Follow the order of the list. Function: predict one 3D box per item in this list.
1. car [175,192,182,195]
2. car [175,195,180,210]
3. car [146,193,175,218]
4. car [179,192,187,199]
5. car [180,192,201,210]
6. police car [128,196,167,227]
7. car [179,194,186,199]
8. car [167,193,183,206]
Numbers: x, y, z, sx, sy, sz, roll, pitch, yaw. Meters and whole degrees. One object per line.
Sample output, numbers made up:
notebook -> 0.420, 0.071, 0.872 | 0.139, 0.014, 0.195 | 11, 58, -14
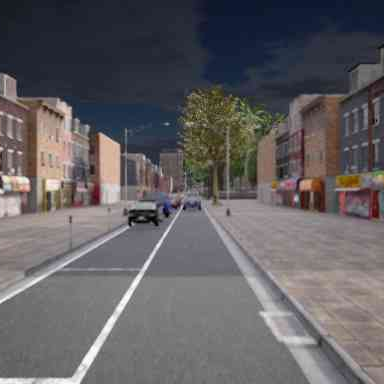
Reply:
car -> -2.622, 1.123, 45.835 | 2.192, 1.841, 5.009 | 0, 0, 0
car -> -2.624, 1.376, 40.224 | 1.887, 1.381, 4.507 | 0, 0, 0
car -> -2.971, 1.104, 29.252 | 2.150, 2.045, 5.566 | 0, 0, 0
car -> -2.625, 0.946, 94.881 | 2.192, 1.841, 5.009 | 0, 0, 0
car -> 0.039, 1.186, 39.955 | 2.097, 1.767, 4.553 | 0, 0, 1
police car -> -3.001, 1.330, 22.333 | 1.930, 1.638, 5.238 | 0, 0, 0
car -> -2.623, 1.175, 89.443 | 1.752, 1.417, 4.829 | 0, 0, 0
car -> -2.620, 1.102, 51.446 | 2.192, 1.841, 5.009 | 0, 0, 0
